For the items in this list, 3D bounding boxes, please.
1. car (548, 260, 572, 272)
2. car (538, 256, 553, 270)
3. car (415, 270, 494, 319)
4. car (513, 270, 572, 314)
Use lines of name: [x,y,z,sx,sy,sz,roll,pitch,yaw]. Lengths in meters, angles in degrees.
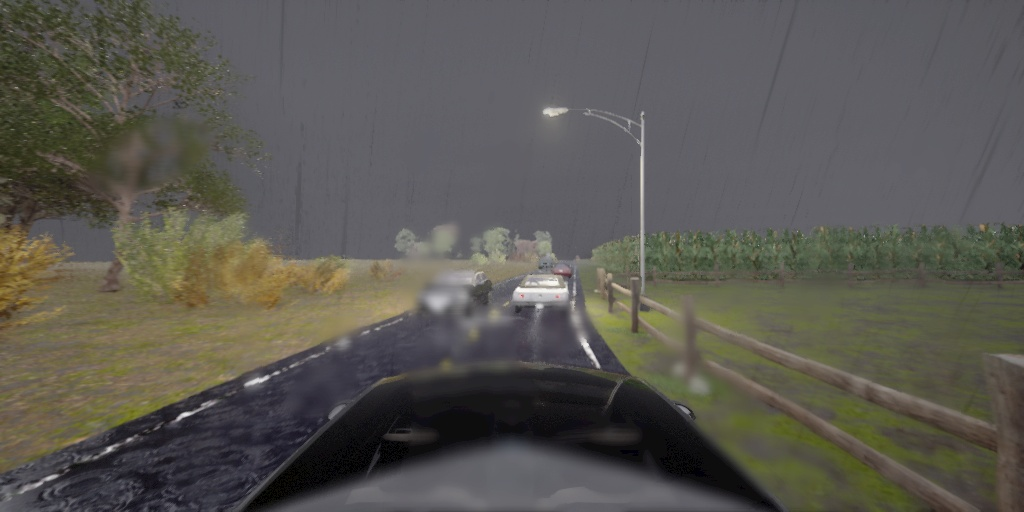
car: [5.043,1.403,36.323,1.994,1.385,4.181,0,0,10]
car: [5.210,1.089,54.132,2.150,2.045,5.566,0,0,10]
car: [-1.891,1.270,13.057,2.128,1.511,4.902,0,0,7]
car: [1.270,1.392,14.180,1.895,1.301,4.718,0,0,8]
